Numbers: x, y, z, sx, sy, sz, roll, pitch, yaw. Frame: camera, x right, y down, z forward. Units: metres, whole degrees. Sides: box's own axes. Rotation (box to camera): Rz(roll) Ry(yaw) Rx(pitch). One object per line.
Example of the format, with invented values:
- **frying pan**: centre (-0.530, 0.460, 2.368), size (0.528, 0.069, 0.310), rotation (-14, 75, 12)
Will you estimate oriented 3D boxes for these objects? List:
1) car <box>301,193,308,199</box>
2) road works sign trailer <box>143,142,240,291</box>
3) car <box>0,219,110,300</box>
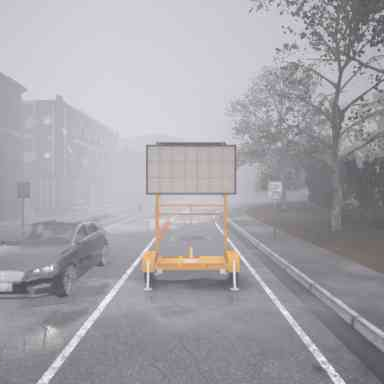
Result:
- **car**: centre (27.910, 0.883, 79.180), size (4.181, 1.385, 1.994), rotation (-2, 0, -28)
- **road works sign trailer**: centre (-0.021, 0.467, 9.013), size (2.380, 3.560, 2.880), rotation (0, 0, 0)
- **car**: centre (-3.498, 1.494, 8.592), size (2.128, 1.511, 4.902), rotation (0, 0, 0)
